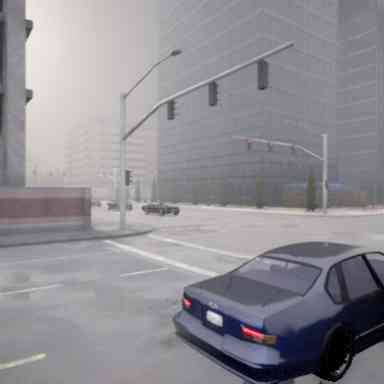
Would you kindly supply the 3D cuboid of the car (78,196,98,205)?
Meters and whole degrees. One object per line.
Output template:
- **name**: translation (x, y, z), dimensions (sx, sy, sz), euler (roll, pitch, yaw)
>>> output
- **car**: translation (-19.333, 1.544, 61.801), dimensions (2.128, 1.511, 4.902), euler (0, 0, -36)

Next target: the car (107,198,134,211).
- **car**: translation (-8.932, 1.546, 41.107), dimensions (1.837, 1.490, 4.892), euler (0, 0, -36)

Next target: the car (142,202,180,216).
- **car**: translation (-3.084, 1.640, 33.014), dimensions (1.895, 1.301, 4.718), euler (0, 0, -36)

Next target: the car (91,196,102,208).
- **car**: translation (-14.990, 1.535, 49.510), dimensions (2.128, 1.511, 4.902), euler (0, 0, -36)

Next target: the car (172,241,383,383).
- **car**: translation (2.300, 1.558, 5.443), dimensions (5.357, 1.411, 2.033), euler (0, 0, -36)
